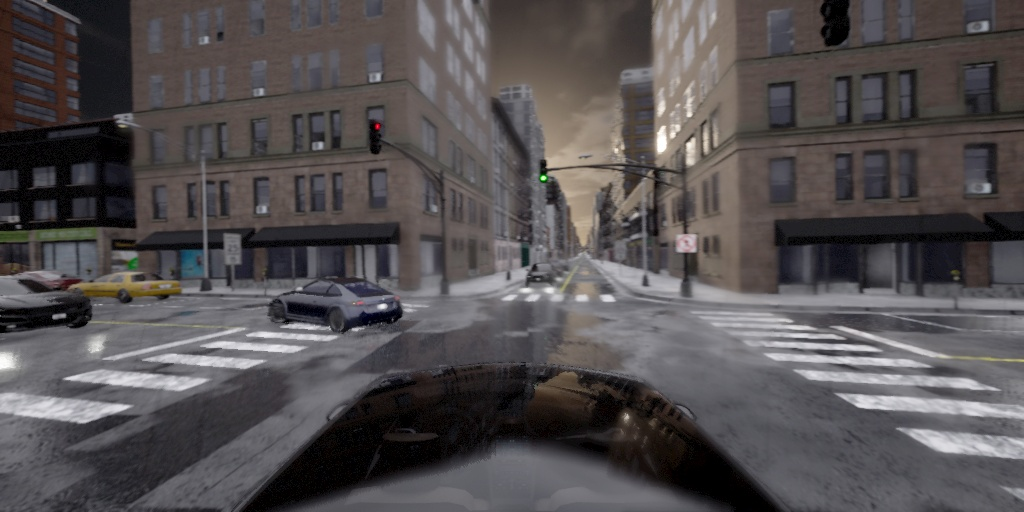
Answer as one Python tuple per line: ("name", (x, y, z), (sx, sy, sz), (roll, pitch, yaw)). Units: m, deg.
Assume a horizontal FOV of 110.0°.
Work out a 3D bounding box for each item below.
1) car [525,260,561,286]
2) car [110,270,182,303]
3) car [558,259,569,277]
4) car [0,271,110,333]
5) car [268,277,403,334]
("car", (2.131, 1.234, 24.957), (1.837, 1.490, 4.892), (-1, 0, 11))
("car", (-17.539, 1.306, 16.240), (4.829, 1.417, 1.751), (0, 0, 11))
("car", (4.070, 1.249, 34.587), (2.033, 1.411, 5.357), (-1, 0, 12))
("car", (-14.098, 1.291, 9.695), (5.008, 1.535, 1.882), (0, 0, 11))
("car", (-5.349, 1.343, 10.819), (4.181, 1.385, 1.994), (1, 0, 28))
